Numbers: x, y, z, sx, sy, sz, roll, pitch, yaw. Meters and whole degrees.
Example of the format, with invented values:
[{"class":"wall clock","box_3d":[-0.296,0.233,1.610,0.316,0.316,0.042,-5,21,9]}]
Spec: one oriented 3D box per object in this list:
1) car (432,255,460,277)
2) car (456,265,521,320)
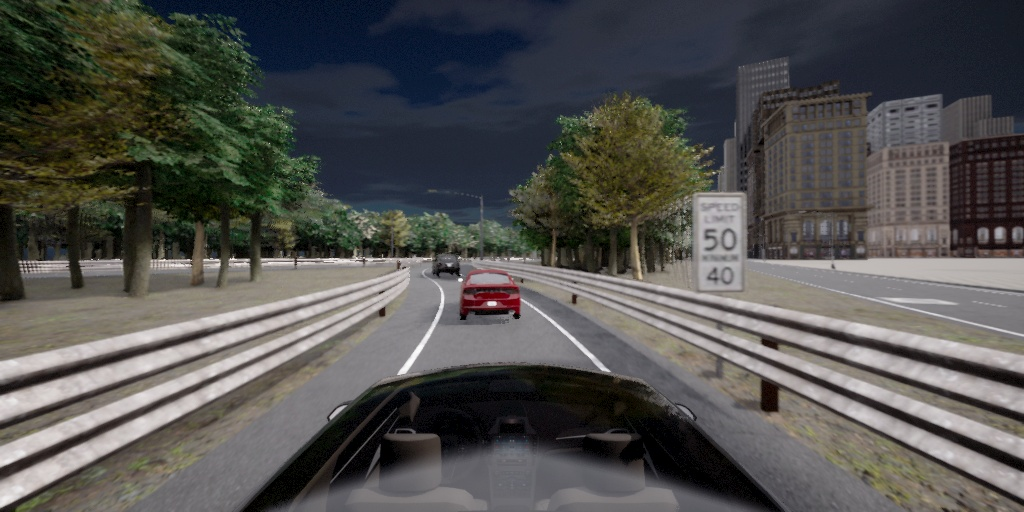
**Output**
[{"class":"car","box_3d":[-6.290,0.889,34.131,2.150,2.045,5.566,0,1,-17]},{"class":"car","box_3d":[-0.884,1.216,12.770,1.882,1.535,5.008,0,0,-7]}]
